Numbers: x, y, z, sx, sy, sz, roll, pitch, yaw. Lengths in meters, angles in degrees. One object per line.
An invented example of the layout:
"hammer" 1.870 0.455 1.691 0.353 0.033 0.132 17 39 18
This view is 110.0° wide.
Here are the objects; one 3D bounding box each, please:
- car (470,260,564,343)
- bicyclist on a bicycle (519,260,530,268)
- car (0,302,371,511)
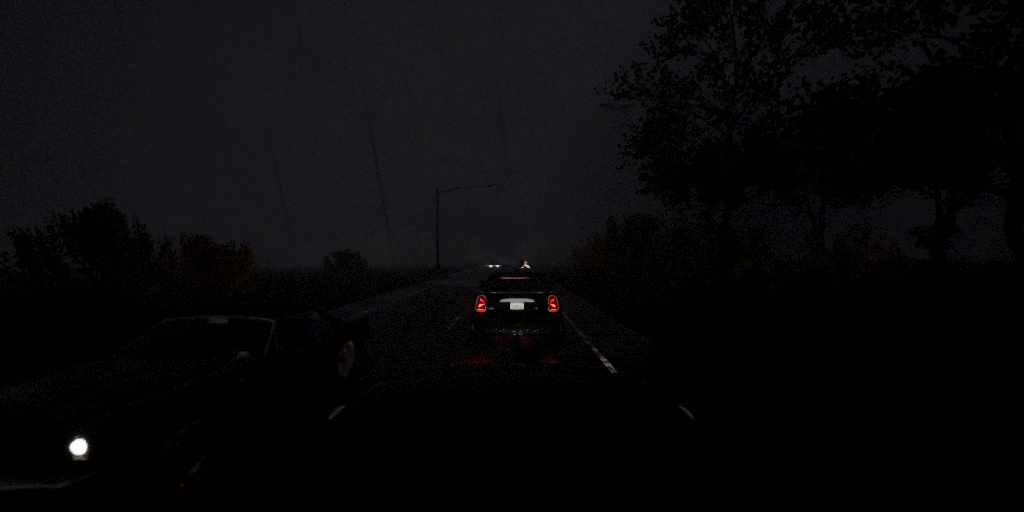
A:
"car" 0.113 1.099 9.857 2.097 1.767 4.553 0 0 0
"bicyclist on a bicycle" 0.974 1.177 25.680 0.866 1.612 1.509 0 0 1
"car" -3.596 1.350 4.523 1.895 1.301 4.718 0 0 0
